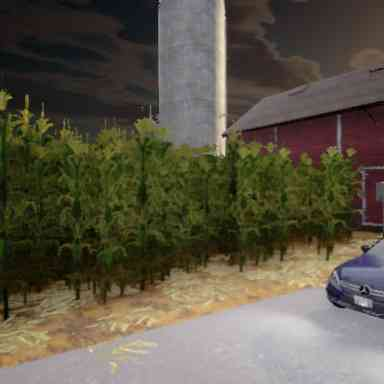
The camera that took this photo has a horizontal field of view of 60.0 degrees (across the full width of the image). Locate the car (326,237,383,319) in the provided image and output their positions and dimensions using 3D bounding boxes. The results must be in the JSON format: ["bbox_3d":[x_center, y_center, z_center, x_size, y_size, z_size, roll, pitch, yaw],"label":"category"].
[{"bbox_3d":[4.695,1.542,6.773,4.674,1.442,1.812,0,0,-35],"label":"car"}]
